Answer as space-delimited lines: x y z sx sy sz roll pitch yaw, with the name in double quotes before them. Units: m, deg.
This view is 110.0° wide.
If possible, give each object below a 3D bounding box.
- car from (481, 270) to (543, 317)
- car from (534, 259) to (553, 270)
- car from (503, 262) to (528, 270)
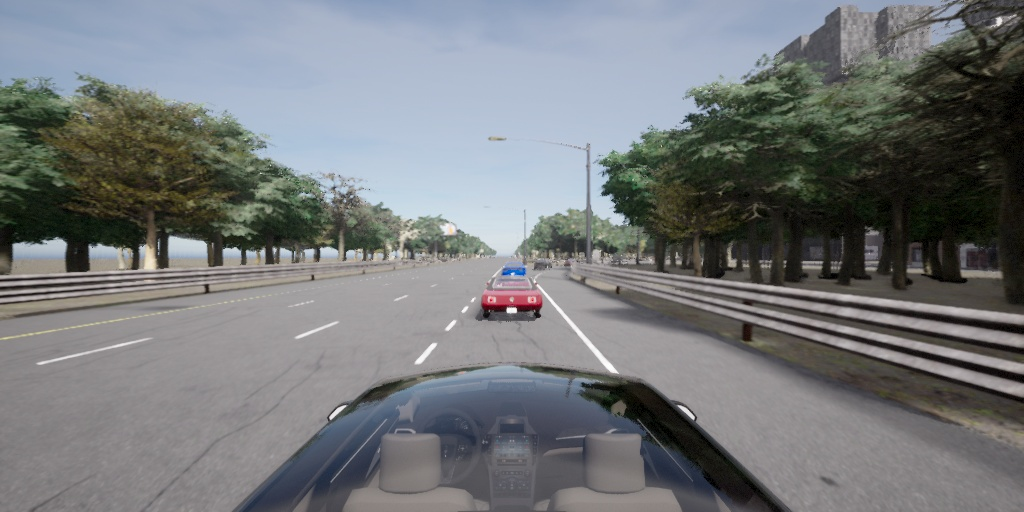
"car" -0.002 1.345 13.005 1.895 1.301 4.718 0 0 0
"car" 4.527 1.236 51.442 1.837 1.490 4.892 -1 0 18
"car" 0.275 1.231 29.737 1.882 1.535 5.008 0 0 4
